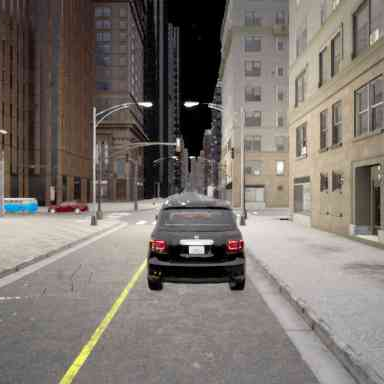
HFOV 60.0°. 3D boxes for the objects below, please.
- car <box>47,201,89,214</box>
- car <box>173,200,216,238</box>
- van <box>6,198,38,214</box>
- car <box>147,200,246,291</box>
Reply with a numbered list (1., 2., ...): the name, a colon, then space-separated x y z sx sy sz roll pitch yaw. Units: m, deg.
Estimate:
1. car: -13.926 1.724 37.508 4.507 1.381 1.887 -1 0 0
2. car: 0.121 1.356 18.618 2.097 1.767 4.553 0 0 0
3. van: -19.553 1.588 37.536 3.998 1.788 1.690 -1 0 0
4. car: 0.113 1.223 9.169 2.150 2.045 5.566 0 0 0
